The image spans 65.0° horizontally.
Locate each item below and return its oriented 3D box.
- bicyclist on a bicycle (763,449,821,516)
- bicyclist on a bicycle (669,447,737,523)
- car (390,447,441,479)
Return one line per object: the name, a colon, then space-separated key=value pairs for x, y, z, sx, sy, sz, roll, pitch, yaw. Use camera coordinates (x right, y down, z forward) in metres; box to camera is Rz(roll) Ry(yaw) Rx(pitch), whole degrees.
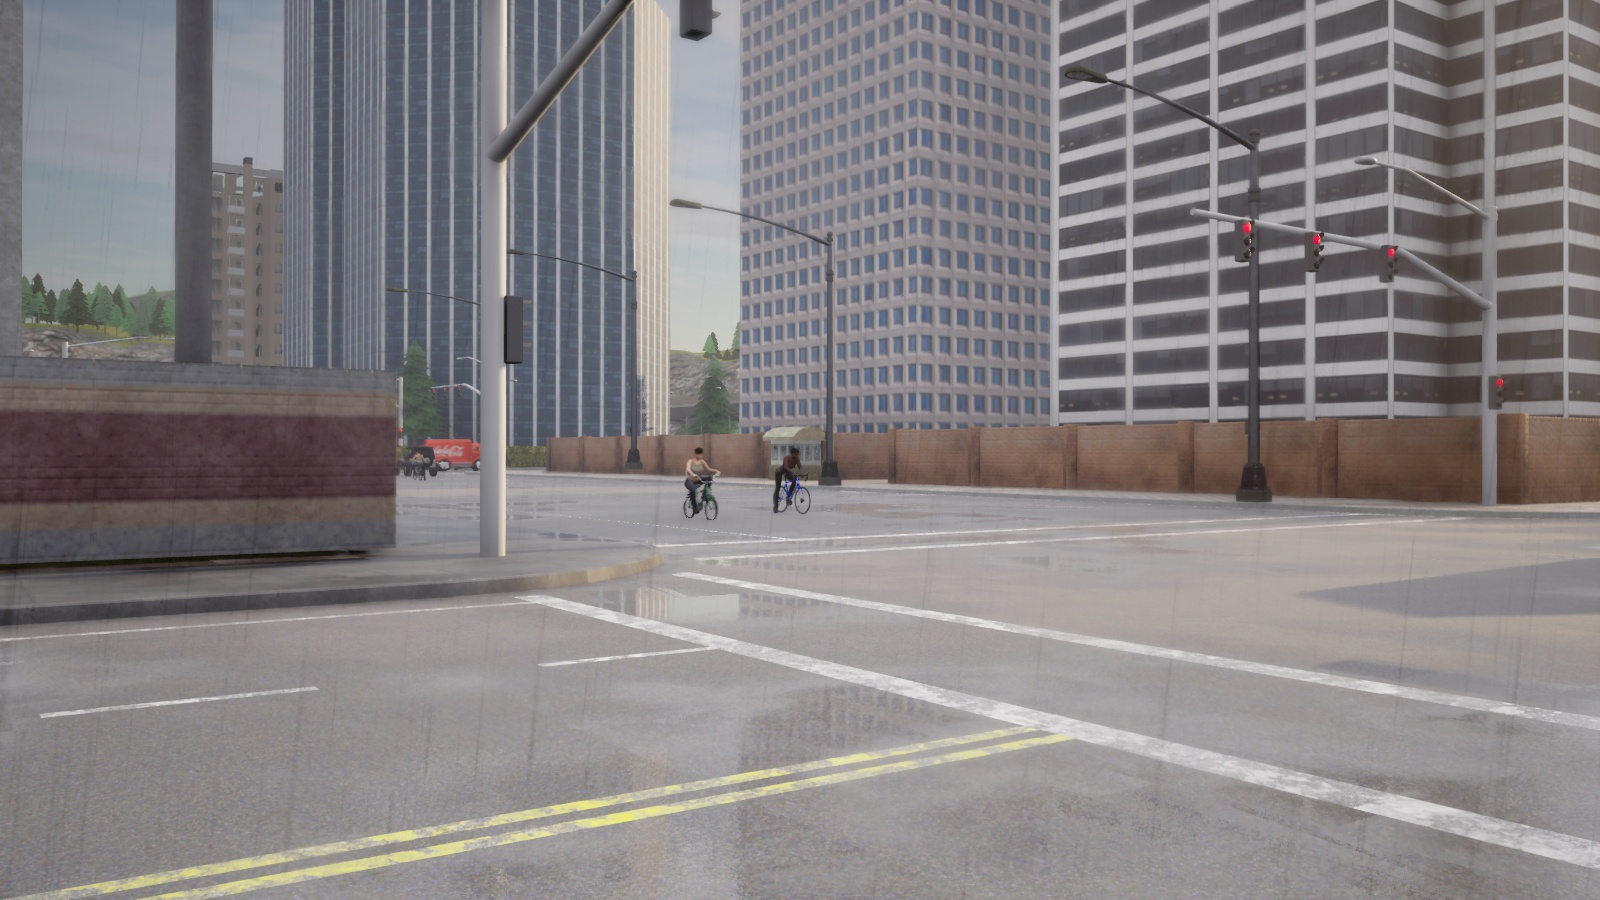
bicyclist on a bicycle: x=-0.208 y=0.774 z=31.063 sx=0.582 sy=1.620 sz=1.656 roll=0 pitch=0 yaw=-35
bicyclist on a bicycle: x=-2.152 y=0.754 z=27.724 sx=0.866 sy=1.612 sz=1.509 roll=0 pitch=0 yaw=-34
car: x=-23.771 y=0.781 z=77.625 sx=1.905 sy=1.878 sz=3.866 roll=0 pitch=0 yaw=-35
